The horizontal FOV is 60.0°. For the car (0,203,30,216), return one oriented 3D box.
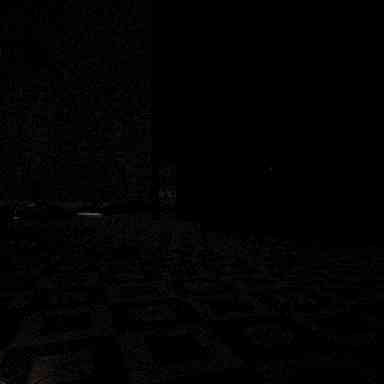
[{"bbox_3d":[-20.093,1.841,35.743,2.008,1.369,4.403,-1,-1,35],"label":"car"}]

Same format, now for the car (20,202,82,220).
[{"bbox_3d":[-13.059,1.824,30.926,1.752,1.417,4.829,-1,-2,35],"label":"car"}]

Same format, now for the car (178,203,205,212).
[{"bbox_3d":[-0.046,2.245,49.171,1.802,1.307,4.206,-1,-2,36],"label":"car"}]

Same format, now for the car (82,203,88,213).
[{"bbox_3d":[-13.540,2.016,44.933,1.887,1.381,4.507,-1,-2,35],"label":"car"}]

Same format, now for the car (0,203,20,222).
[{"bbox_3d":[-16.434,1.774,26.193,1.947,1.339,4.313,-1,-2,35],"label":"car"}]

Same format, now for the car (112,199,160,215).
[{"bbox_3d":[-6.605,1.791,39.983,2.192,1.841,5.009,-1,-2,35],"label":"car"}]

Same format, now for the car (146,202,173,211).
[{"bbox_3d":[-5.034,2.217,52.175,1.994,1.385,4.181,0,-1,37],"label":"car"}]

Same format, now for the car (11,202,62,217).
[{"bbox_3d":[-16.679,1.852,35.927,1.812,1.442,4.674,0,-1,36],"label":"car"}]

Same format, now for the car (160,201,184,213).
[{"bbox_3d":[-3.327,2.113,44.572,1.887,1.381,4.507,-1,-2,35],"label":"car"}]

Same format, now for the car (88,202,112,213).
[{"bbox_3d":[-10.893,2.011,44.023,1.812,1.442,4.674,0,-1,35],"label":"car"}]

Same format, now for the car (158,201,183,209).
[{"bbox_3d":[-3.710,2.305,58.716,2.008,1.369,4.403,-1,-2,35],"label":"car"}]

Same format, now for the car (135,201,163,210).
[{"bbox_3d":[-6.987,2.209,54.122,2.008,1.369,4.403,-1,-2,35],"label":"car"}]
